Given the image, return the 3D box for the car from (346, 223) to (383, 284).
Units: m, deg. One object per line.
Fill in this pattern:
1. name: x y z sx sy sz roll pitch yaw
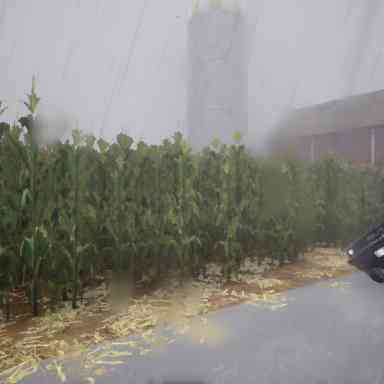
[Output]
1. car: 6.173 1.232 8.683 4.718 1.301 1.895 3 -40 -26
